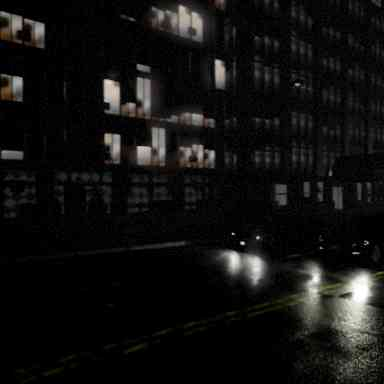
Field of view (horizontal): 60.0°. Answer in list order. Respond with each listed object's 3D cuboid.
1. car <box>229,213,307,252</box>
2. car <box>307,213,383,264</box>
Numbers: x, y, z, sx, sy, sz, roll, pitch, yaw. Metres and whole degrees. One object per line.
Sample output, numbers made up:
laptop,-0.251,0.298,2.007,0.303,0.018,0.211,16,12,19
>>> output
car,4.157,1.651,14.629,5.357,1.411,2.033,1,0,-35
car,6.772,1.588,12.500,5.008,1.535,1.882,1,0,-35
